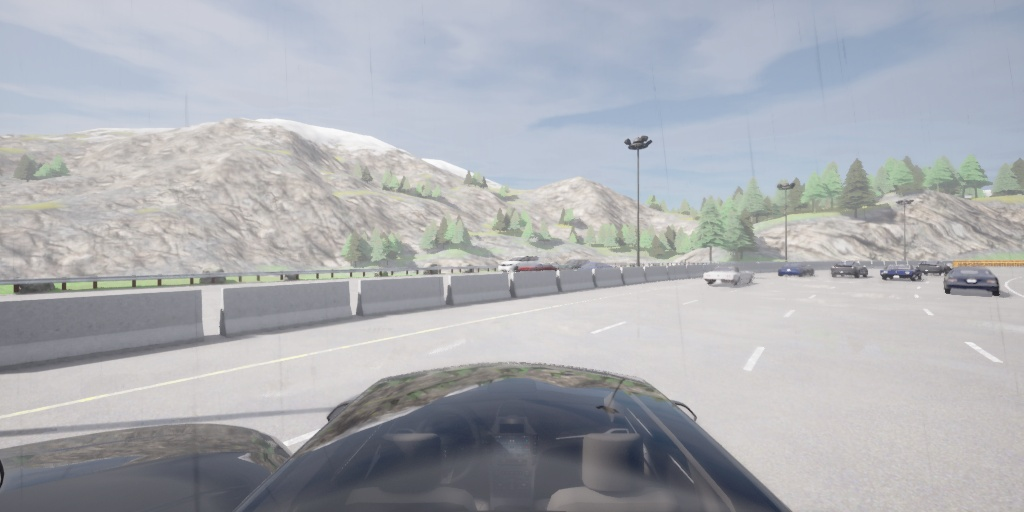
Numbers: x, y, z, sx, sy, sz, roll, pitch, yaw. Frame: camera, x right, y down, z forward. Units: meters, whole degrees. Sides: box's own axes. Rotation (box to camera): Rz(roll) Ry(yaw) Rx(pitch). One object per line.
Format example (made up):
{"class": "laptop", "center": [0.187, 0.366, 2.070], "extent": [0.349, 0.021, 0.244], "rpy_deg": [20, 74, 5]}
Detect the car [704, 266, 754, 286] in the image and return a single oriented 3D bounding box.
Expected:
{"class": "car", "center": [15.203, 1.350, 24.969], "extent": [4.718, 1.301, 1.895], "rpy_deg": [0, 0, -42]}

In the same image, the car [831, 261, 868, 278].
{"class": "car", "center": [31.370, 1.241, 33.320], "extent": [4.902, 1.511, 2.128], "rpy_deg": [0, 0, -35]}

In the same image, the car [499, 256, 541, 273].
{"class": "car", "center": [1.107, 0.970, 40.749], "extent": [5.566, 2.045, 2.150], "rpy_deg": [0, 0, -42]}

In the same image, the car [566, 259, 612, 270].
{"class": "car", "center": [7.255, 1.275, 32.134], "extent": [4.674, 1.442, 1.812], "rpy_deg": [0, 0, -42]}

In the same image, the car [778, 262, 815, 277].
{"class": "car", "center": [27.825, 1.314, 35.073], "extent": [4.181, 1.385, 1.994], "rpy_deg": [0, 0, -35]}

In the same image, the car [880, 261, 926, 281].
{"class": "car", "center": [32.304, 1.351, 29.710], "extent": [4.718, 1.301, 1.895], "rpy_deg": [0, 0, -35]}

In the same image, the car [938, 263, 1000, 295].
{"class": "car", "center": [25.139, 1.297, 19.706], "extent": [5.357, 1.411, 2.033], "rpy_deg": [0, 0, -40]}

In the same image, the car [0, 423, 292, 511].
{"class": "car", "center": [-2.982, 1.255, 0.505], "extent": [4.892, 1.490, 1.837], "rpy_deg": [0, 0, -45]}

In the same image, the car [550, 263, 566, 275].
{"class": "car", "center": [6.342, 1.102, 36.003], "extent": [4.553, 1.767, 2.097], "rpy_deg": [0, 0, -41]}

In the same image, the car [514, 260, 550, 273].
{"class": "car", "center": [2.817, 1.351, 37.558], "extent": [4.718, 1.301, 1.895], "rpy_deg": [0, 0, -42]}

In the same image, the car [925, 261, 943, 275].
{"class": "car", "center": [43.308, 1.241, 36.844], "extent": [4.902, 1.511, 2.128], "rpy_deg": [0, 0, -31]}
